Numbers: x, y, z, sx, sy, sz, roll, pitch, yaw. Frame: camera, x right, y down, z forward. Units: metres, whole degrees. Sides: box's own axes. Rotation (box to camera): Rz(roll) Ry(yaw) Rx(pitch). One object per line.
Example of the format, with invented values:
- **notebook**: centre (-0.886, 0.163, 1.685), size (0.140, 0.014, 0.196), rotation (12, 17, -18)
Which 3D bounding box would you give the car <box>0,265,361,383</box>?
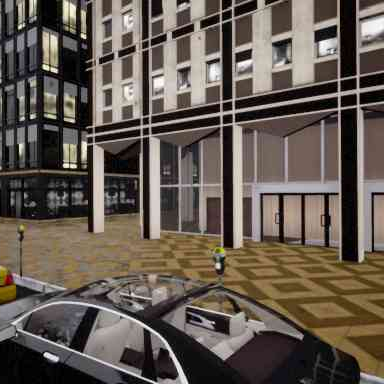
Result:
- **car**: centre (-0.680, 1.551, 3.367), size (4.403, 1.369, 2.008), rotation (0, 0, 36)
